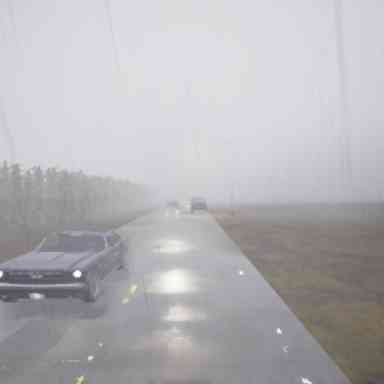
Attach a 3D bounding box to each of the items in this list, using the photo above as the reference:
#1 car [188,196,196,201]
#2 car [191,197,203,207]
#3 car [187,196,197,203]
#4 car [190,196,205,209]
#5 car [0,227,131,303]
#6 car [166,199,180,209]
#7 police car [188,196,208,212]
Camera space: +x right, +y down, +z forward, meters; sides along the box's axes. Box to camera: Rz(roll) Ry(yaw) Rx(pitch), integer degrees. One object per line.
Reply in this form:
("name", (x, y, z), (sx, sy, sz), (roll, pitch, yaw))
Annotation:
("car", (-0.003, 1.865, 94.606), (1.994, 1.385, 4.181), (0, -1, 0))
("car", (0.823, 1.678, 55.538), (1.837, 1.490, 4.892), (0, 0, 0))
("car", (-0.002, 1.717, 73.921), (2.033, 1.411, 5.357), (0, 0, 0))
("car", (0.822, 1.487, 49.509), (2.097, 1.767, 4.553), (0, 0, 0))
("car", (-2.849, 1.603, 8.312), (1.895, 1.301, 4.718), (0, 0, 0))
("car", (-2.828, 1.734, 49.144), (1.895, 1.301, 4.718), (0, 0, 0))
("police car", (0.824, 1.511, 39.647), (1.930, 1.638, 5.238), (0, 0, 0))
